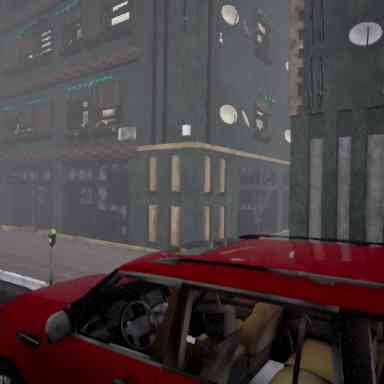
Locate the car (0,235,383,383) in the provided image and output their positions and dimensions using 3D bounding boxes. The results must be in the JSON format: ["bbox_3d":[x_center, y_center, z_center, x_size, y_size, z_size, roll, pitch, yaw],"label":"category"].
[{"bbox_3d":[0.283,1.312,2.650,5.009,1.841,2.192,0,1,36],"label":"car"}]
